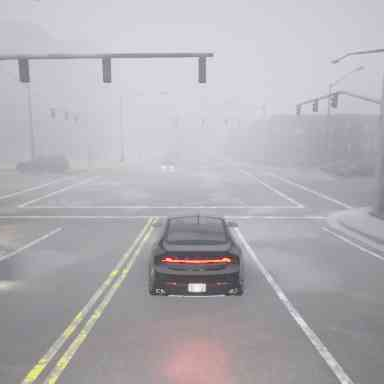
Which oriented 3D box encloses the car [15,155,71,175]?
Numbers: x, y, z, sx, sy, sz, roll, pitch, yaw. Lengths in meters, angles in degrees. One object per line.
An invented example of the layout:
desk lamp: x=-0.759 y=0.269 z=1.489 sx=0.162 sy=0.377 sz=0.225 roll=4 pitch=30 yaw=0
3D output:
car: x=-16.238 y=-3.015 z=36.373 sx=5.566 sy=2.045 sz=2.150 roll=0 pitch=9 yaw=0

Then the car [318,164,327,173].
car: x=16.315 y=-2.733 z=36.274 sx=4.902 sy=1.511 sz=2.128 roll=0 pitch=9 yaw=0

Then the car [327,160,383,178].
car: x=16.679 y=-2.146 z=32.824 sx=5.357 sy=1.411 sz=2.033 roll=0 pitch=9 yaw=2

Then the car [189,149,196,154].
car: x=0.101 y=-10.981 z=90.297 sx=1.994 sy=1.385 sz=4.181 roll=0 pitch=9 yaw=0

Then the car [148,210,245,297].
car: x=0.081 y=1.201 z=8.008 sx=1.837 sy=1.490 sz=4.892 roll=0 pitch=4 yaw=0

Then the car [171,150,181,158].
car: x=-3.421 y=-8.083 z=70.980 sx=1.882 sy=1.535 sz=5.008 roll=0 pitch=9 yaw=0

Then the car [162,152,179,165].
car: x=-3.540 y=-4.888 z=50.673 sx=2.033 sy=1.411 sz=5.357 roll=0 pitch=9 yaw=0

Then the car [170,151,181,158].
car: x=-3.500 y=-6.645 z=60.803 sx=2.097 sy=1.767 sz=4.553 roll=0 pitch=9 yaw=0
